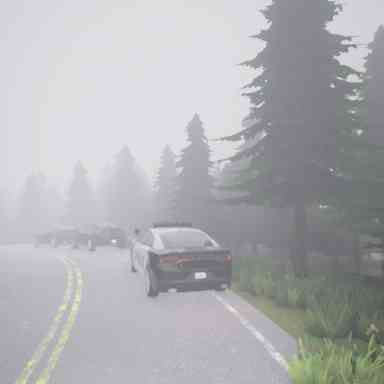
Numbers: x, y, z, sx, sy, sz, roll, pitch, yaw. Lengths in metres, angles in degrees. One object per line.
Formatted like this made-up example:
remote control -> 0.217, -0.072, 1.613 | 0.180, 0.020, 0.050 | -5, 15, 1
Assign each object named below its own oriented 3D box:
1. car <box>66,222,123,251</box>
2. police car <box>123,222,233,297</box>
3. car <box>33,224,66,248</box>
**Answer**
car -> -5.397, 2.496, 18.951 | 1.837, 1.490, 4.892 | 1, -6, -36
police car -> -0.598, 1.664, 9.422 | 1.930, 1.638, 5.238 | 0, -3, -18
car -> -9.651, 3.092, 23.823 | 5.008, 1.535, 1.882 | -8, -7, 43
